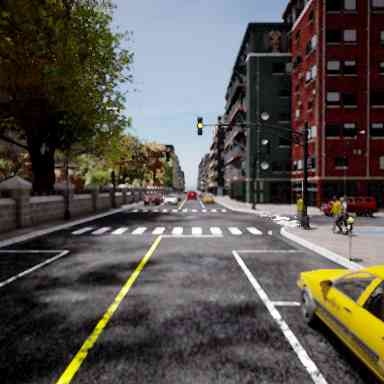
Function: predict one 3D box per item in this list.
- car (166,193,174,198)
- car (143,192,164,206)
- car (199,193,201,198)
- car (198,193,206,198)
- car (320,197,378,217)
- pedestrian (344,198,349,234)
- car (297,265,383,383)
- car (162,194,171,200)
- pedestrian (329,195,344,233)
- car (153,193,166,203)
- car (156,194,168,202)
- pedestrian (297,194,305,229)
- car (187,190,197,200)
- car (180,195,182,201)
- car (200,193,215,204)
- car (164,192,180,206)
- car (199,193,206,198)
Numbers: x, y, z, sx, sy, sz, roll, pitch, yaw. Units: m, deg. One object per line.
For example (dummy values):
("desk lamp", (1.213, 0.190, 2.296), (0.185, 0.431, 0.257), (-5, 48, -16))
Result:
("car", (-5.670, 0.958, 86.280), (1.802, 1.307, 4.206), (0, 0, 0))
("car", (-5.681, 0.957, 47.532), (2.192, 1.841, 5.009), (0, 0, 0))
("car", (2.703, 1.109, 58.602), (1.887, 1.381, 4.507), (0, 0, 0))
("car", (2.712, 0.885, 91.813), (1.887, 1.381, 4.507), (0, 0, 0))
("car", (14.623, 1.351, 30.956), (5.009, 1.841, 2.192), (1, 0, 0))
("pedestrian", (7.606, 1.159, 16.749), (0.375, 1.860, 0.375), (0, 1, 0))
("car", (2.689, 1.492, 4.138), (1.752, 1.417, 4.829), (0, 0, 0))
("car", (-5.673, 1.033, 75.209), (1.802, 1.307, 4.206), (0, 0, 0))
("pedestrian", (6.991, 1.068, 16.148), (0.375, 1.860, 0.375), (0, 1, 0))
("car", (-5.678, 1.005, 58.603), (1.967, 1.590, 4.097), (0, 0, 0))
("car", (-5.676, 1.071, 64.139), (1.887, 1.381, 4.507), (0, 0, 0))
("pedestrian", (5.658, 1.010, 17.348), (0.375, 1.860, 0.375), (0, 1, 0))
("car", (0.021, 0.683, 72.876), (2.150, 2.045, 5.566), (0, 0, 0))
("car", (-2.998, 1.071, 64.587), (2.033, 1.411, 5.357), (0, 0, 0))
("car", (2.701, 1.127, 53.237), (1.752, 1.417, 4.829), (0, 0, 0))
("car", (-3.065, 1.164, 48.154), (1.812, 1.442, 4.674), (0, 1, 0))
("car", (2.710, 0.921, 86.278), (1.887, 1.381, 4.507), (0, 0, 0))
